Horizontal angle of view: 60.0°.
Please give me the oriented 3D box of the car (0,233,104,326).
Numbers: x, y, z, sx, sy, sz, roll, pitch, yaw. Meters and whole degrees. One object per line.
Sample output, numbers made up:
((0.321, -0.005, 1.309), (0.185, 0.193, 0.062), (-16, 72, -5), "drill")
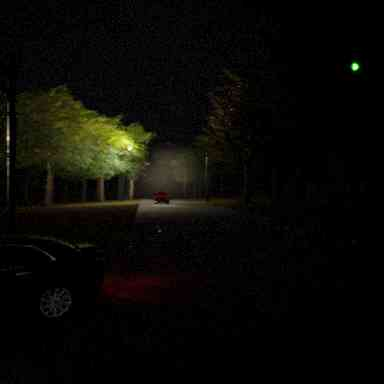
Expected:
((-3.913, 1.538, 5.400), (4.892, 1.490, 1.837), (-3, 3, -37), "car")

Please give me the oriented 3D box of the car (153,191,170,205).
((-4.520, 0.880, 49.134), (2.150, 2.045, 5.566), (0, 1, -8), "car")
